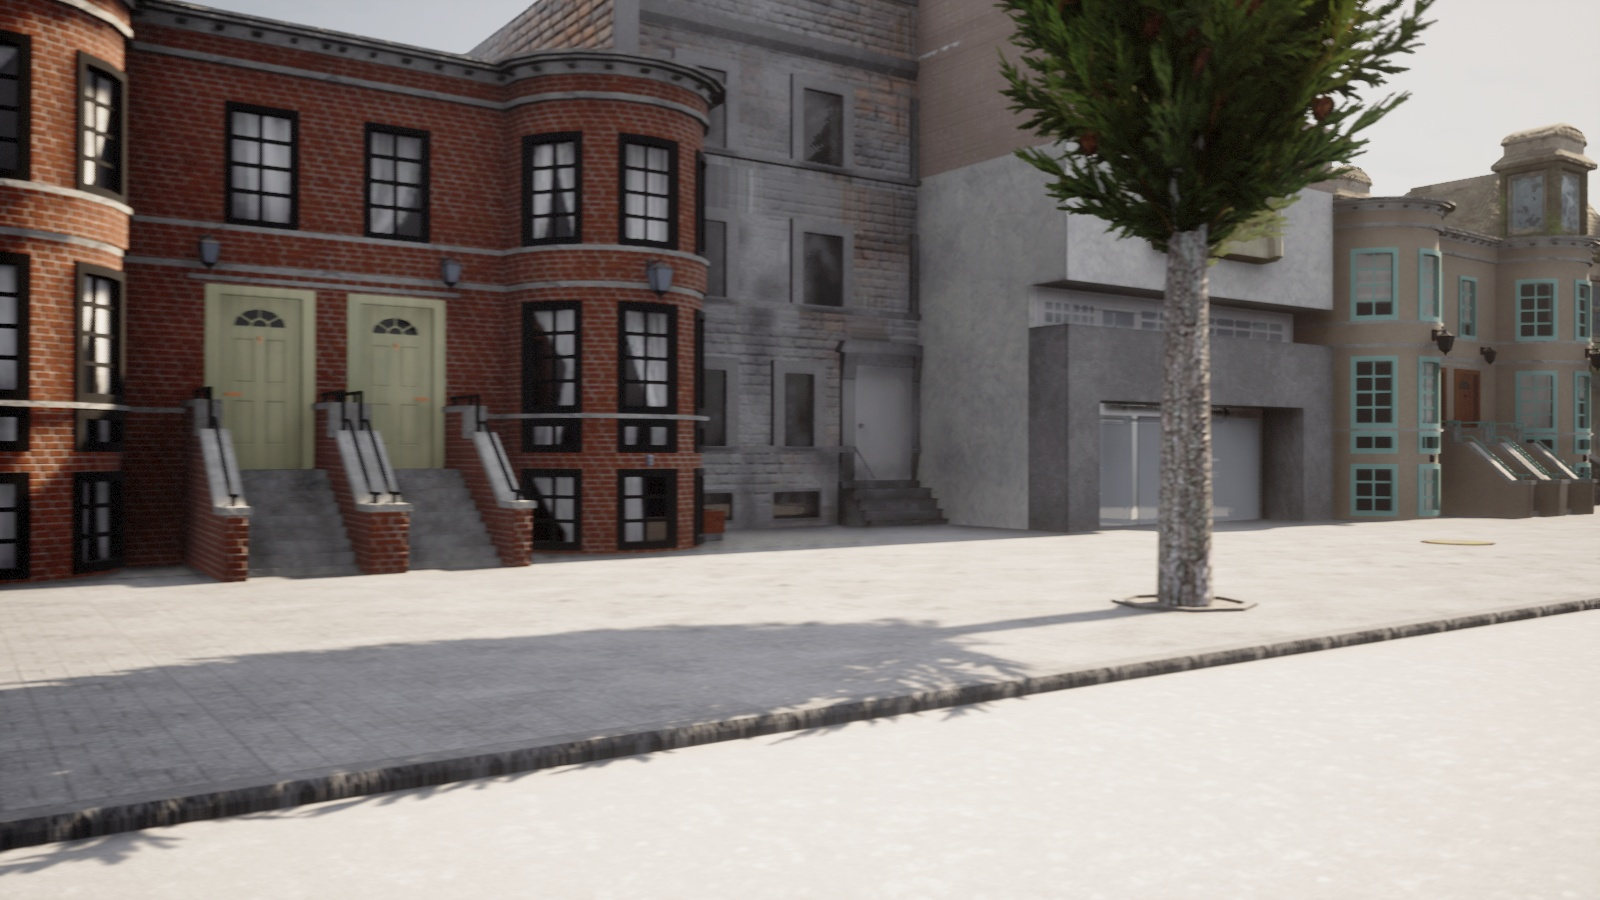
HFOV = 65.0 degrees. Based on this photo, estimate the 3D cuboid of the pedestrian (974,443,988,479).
[{"bbox_3d":[9.679,0.599,67.131,0.396,1.930,0.692,0,0,-36],"label":"pedestrian"}]
